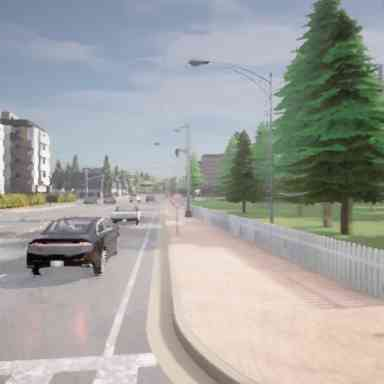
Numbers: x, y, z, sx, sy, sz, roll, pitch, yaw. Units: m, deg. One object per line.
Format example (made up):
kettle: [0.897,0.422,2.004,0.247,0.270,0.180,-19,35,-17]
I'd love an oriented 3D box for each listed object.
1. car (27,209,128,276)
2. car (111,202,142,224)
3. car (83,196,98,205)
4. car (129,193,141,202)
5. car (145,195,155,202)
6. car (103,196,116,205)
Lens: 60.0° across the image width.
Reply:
car: [-3.437,1.509,10.414,2.128,1.511,4.902,0,0,-5]
car: [-4.755,1.634,24.747,1.895,1.301,4.718,0,0,-5]
car: [-18.704,1.603,61.312,1.837,1.490,4.892,0,0,-5]
car: [-12.944,1.295,75.430,2.150,2.045,5.566,0,0,-5]
car: [-9.453,1.416,75.689,2.097,1.767,4.553,0,0,-5]
car: [-15.203,1.582,61.385,2.128,1.511,4.902,0,0,-5]
